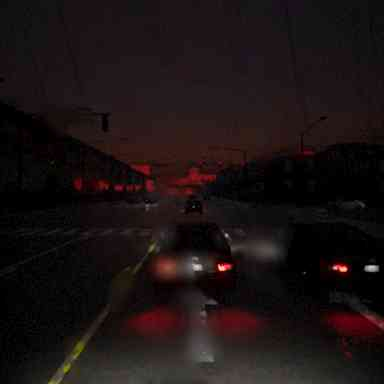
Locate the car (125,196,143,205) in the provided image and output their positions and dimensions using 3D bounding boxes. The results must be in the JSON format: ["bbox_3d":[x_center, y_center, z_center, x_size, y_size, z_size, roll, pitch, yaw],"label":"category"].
[{"bbox_3d":[-10.434,1.395,58.778,1.882,1.535,5.008,0,0,1],"label":"car"}]

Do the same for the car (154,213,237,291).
[{"bbox_3d":[0.088,1.535,9.084,2.033,1.411,5.357,0,0,0],"label":"car"}]

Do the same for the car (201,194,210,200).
[{"bbox_3d":[3.686,1.401,84.742,2.128,1.511,4.902,0,0,0],"label":"car"}]

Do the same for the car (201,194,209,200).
[{"bbox_3d":[3.709,1.343,94.904,2.128,1.511,4.902,0,0,0],"label":"car"}]

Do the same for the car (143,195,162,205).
[{"bbox_3d":[-6.934,1.519,58.593,1.895,1.301,4.718,0,0,1],"label":"car"}]

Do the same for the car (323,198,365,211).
[{"bbox_3d":[18.250,1.470,40.012,4.674,1.442,1.812,0,0,0],"label":"car"}]

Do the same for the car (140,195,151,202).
[{"bbox_3d":[-10.336,1.396,74.554,1.837,1.490,4.892,0,0,0],"label":"car"}]

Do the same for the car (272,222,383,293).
[{"bbox_3d":[3.580,1.535,8.977,2.033,1.411,5.357,0,0,2],"label":"car"}]

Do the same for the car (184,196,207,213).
[{"bbox_3d":[0.176,1.498,34.963,2.033,1.411,5.357,0,0,0],"label":"car"}]

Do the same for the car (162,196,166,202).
[{"bbox_3d":[-6.835,1.491,74.858,1.895,1.301,4.718,0,0,0],"label":"car"}]

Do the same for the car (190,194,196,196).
[{"bbox_3d":[0.186,1.375,84.741,1.837,1.490,4.892,0,0,0],"label":"car"}]
